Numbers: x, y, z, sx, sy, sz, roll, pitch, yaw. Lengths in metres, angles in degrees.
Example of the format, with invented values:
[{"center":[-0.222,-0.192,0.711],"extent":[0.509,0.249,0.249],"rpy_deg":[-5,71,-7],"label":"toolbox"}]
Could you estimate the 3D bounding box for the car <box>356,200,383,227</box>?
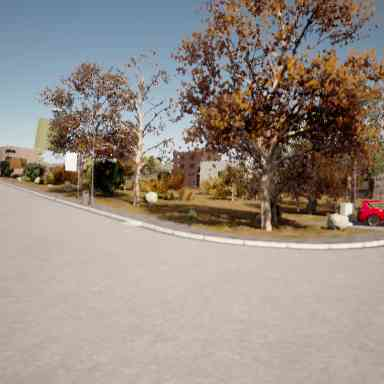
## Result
[{"center":[15.629,1.665,25.355],"extent":[5.566,2.045,2.435],"rpy_deg":[-1,-2,32],"label":"car"}]
